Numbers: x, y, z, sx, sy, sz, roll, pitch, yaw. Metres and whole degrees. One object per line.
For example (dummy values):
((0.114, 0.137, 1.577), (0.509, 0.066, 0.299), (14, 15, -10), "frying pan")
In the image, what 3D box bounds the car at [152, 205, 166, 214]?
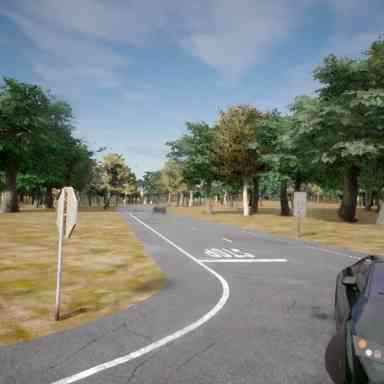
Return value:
((-5.602, 2.963, 56.870), (1.882, 1.535, 5.008), (3, -2, -14), "car")

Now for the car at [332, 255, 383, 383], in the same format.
((3.089, 1.642, 4.595), (1.994, 1.385, 4.181), (1, -1, 22), "car")
